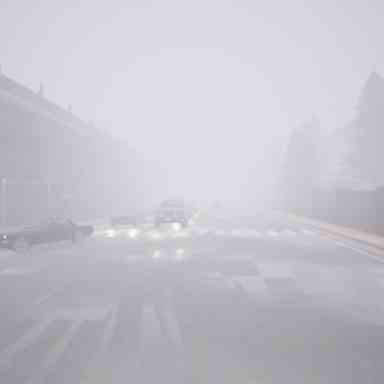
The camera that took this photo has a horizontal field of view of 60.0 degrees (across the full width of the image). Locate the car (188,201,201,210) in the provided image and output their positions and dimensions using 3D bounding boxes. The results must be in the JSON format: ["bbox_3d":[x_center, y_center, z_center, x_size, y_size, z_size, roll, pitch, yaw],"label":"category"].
[{"bbox_3d":[0.397,2.214,54.119,1.895,1.301,4.718,0,-1,3],"label":"car"}]

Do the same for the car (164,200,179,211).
[{"bbox_3d":[-3.200,2.105,52.984,1.882,1.535,5.008,0,-1,4],"label":"car"}]

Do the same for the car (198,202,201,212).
[{"bbox_3d":[-0.229,1.858,44.240,2.097,1.767,4.553,0,-1,4],"label":"car"}]

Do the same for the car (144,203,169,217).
[{"bbox_3d":[-4.084,2.022,38.966,2.033,1.411,5.357,0,-1,4],"label":"car"}]

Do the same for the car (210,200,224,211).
[{"bbox_3d":[3.856,2.064,51.664,1.837,1.490,4.892,0,-1,3],"label":"car"}]

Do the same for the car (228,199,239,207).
[{"bbox_3d":[8.080,2.161,65.389,1.882,1.535,5.008,0,-1,3],"label":"car"}]

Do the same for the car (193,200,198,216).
[{"bbox_3d":[-0.827,1.897,35.021,2.128,1.511,4.902,0,-1,4],"label":"car"}]

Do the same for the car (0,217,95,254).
[{"bbox_3d":[-6.768,1.824,14.995,1.895,1.301,4.718,-1,-1,29],"label":"car"}]

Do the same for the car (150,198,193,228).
[{"bbox_3d":[-1.419,1.519,25.162,2.150,2.045,5.566,0,-1,4],"label":"car"}]

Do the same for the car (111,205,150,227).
[{"bbox_3d":[-4.876,1.813,26.128,1.882,1.535,5.008,0,0,4],"label":"car"}]
